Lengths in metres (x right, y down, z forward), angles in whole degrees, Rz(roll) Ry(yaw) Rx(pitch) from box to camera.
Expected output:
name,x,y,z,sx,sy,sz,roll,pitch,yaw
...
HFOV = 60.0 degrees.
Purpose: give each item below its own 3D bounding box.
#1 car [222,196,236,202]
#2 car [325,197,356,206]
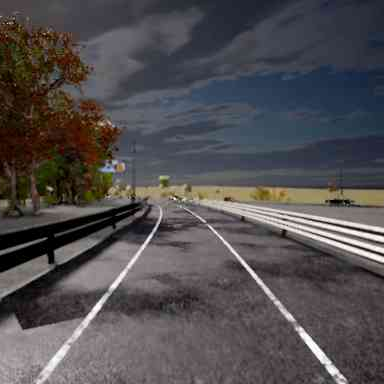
name,x,y,z,sx,sy,sz,roll,pitch,yaw
car,9.227,1.724,82.692,1.994,1.385,4.181,0,0,-26
car,23.553,1.435,52.990,1.895,1.301,4.718,0,0,-26
